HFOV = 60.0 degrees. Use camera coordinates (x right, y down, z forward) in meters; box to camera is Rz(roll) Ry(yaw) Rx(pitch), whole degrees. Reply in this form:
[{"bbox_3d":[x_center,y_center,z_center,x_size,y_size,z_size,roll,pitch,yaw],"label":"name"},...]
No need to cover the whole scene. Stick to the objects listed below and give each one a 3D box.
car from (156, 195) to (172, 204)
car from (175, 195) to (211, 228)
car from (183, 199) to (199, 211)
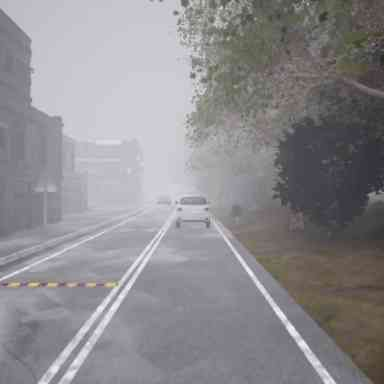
[{"bbox_3d":[-3.525,1.017,42.565,1.882,1.535,5.008,0,0,-1],"label":"car"},{"bbox_3d":[0.046,1.199,22.371,2.150,2.045,5.566,0,0,-1],"label":"car"},{"bbox_3d":[-0.150,1.531,40.822,1.895,1.301,4.718,0,0,-1],"label":"car"}]
